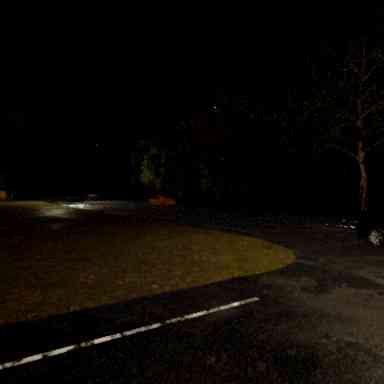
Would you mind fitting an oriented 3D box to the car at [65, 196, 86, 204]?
[{"bbox_3d":[-19.325,1.241,54.536,1.895,1.301,4.718,0,0,-33],"label":"car"}]

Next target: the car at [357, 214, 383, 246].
[{"bbox_3d":[9.090,1.454,12.904,1.882,1.535,5.008,0,0,-35],"label":"car"}]

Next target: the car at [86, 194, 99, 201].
[{"bbox_3d":[-21.059,1.098,69.656,1.994,1.385,4.181,0,0,-34],"label":"car"}]

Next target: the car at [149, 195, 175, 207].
[{"bbox_3d":[-4.107,1.219,44.654,1.882,1.535,5.008,0,0,-34],"label":"car"}]
